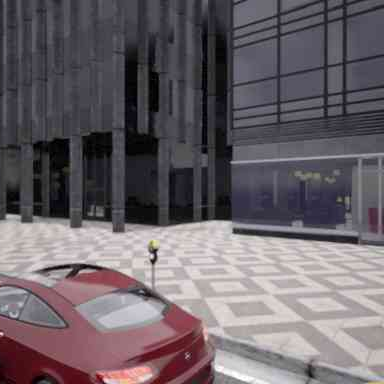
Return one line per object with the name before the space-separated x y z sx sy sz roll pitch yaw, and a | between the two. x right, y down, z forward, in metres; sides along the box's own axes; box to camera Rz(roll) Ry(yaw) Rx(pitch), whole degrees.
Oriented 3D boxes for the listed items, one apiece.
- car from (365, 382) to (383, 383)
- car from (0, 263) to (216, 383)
car | 2.796 1.526 0.978 4.829 1.417 1.752 0 0 35
car | -1.701 1.580 4.157 4.206 1.307 1.802 0 0 35
